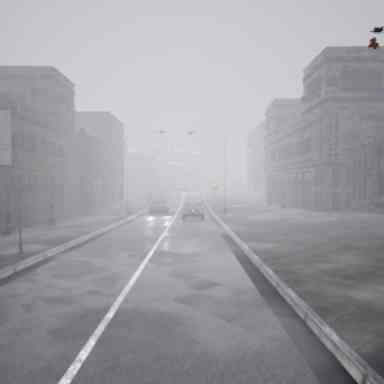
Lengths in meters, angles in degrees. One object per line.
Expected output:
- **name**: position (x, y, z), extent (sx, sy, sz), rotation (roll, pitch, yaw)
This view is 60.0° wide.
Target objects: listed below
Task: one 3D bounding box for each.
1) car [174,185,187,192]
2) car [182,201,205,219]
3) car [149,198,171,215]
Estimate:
- **car**: position (-2.480, -0.830, 73.460), extent (1.812, 1.442, 4.674), rotation (0, 3, 12)
- **car**: position (0.096, 1.516, 28.491), extent (2.033, 1.411, 5.357), rotation (0, 0, 0)
- **car**: position (-3.100, 1.415, 32.768), extent (1.837, 1.490, 4.892), rotation (0, 1, 0)
